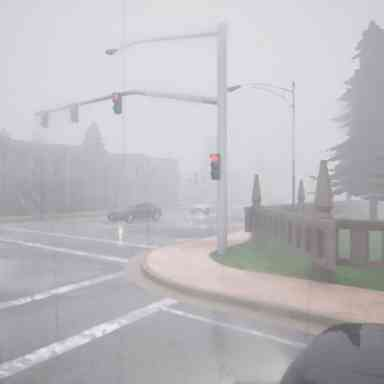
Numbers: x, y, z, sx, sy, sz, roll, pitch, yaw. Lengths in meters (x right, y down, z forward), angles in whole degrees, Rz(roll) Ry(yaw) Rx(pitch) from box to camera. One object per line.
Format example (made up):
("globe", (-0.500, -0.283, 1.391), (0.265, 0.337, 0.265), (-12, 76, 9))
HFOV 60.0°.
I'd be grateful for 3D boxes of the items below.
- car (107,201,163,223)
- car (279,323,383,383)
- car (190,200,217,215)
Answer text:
("car", (-4.276, 1.494, 25.413), (1.837, 1.490, 4.892), (0, 0, 35))
("car", (3.147, 1.548, 1.675), (5.357, 1.411, 2.033), (0, 0, 38))
("car", (1.708, 1.515, 33.780), (1.812, 1.442, 4.674), (0, 0, 36))
